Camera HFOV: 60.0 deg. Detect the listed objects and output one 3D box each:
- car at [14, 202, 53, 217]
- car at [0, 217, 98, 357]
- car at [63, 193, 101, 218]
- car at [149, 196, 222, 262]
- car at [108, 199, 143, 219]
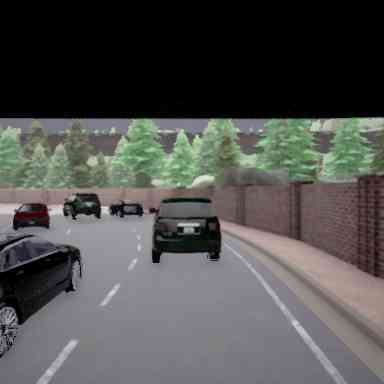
[{"bbox_3d":[-9.676,1.391,20.365,1.882,1.535,5.008,0,0,-23],"label":"car"},{"bbox_3d":[-3.449,1.467,5.892,2.128,1.511,4.902,0,0,-1],"label":"car"},{"bbox_3d":[-9.175,1.104,27.576,2.150,2.045,5.566,0,0,-31],"label":"car"},{"bbox_3d":[-0.366,1.169,12.158,2.150,2.045,5.566,0,0,-6],"label":"car"},{"bbox_3d":[-5.722,1.371,28.350,2.128,1.511,4.902,0,0,-29],"label":"car"}]
